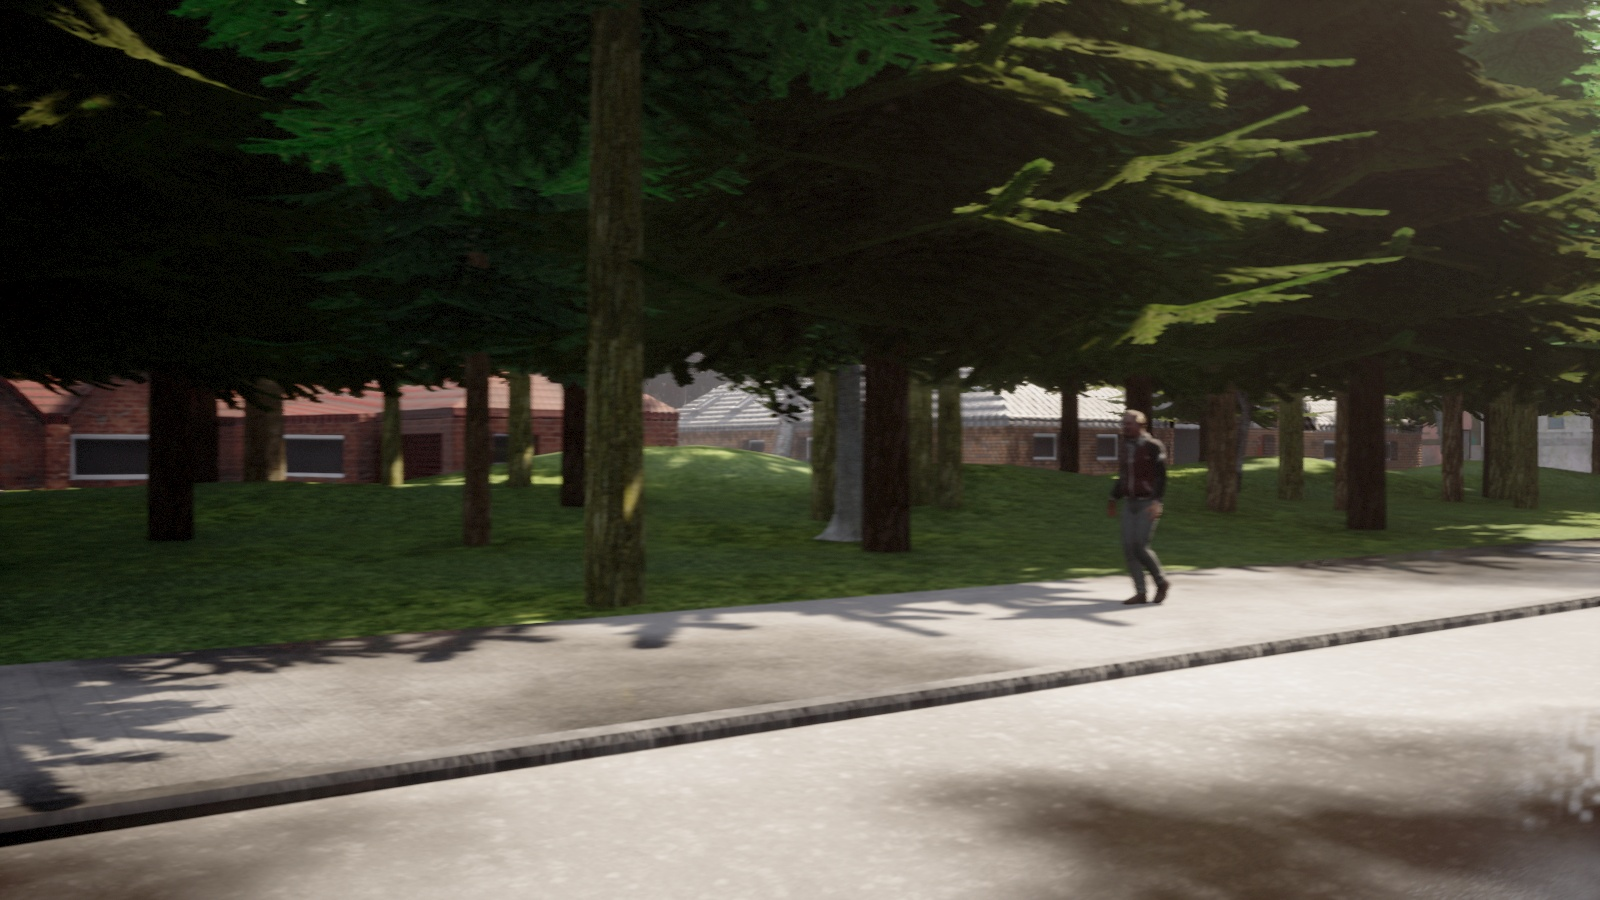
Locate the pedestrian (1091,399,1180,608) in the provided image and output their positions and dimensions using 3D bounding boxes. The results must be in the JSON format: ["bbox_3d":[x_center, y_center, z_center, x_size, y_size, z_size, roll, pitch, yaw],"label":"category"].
[{"bbox_3d":[3.067,0.474,11.474,0.720,1.854,0.376,0,0,-30],"label":"pedestrian"}]
